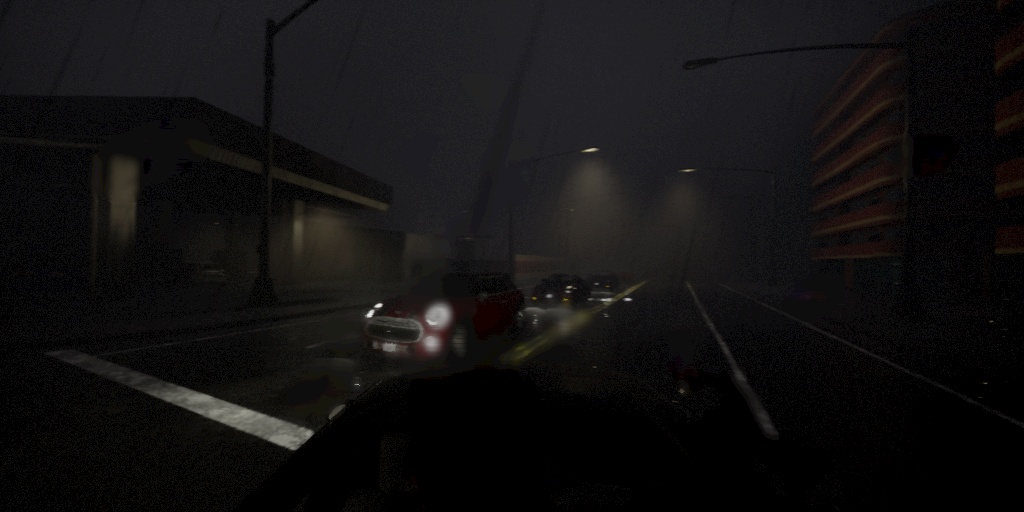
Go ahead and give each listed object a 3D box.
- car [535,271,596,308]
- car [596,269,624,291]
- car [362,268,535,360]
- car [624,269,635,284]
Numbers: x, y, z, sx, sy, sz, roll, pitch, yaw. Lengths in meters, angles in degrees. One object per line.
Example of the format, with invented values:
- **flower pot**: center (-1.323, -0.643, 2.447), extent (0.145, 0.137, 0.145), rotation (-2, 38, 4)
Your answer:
- **car**: center (2.422, 1.542, 16.907), extent (1.994, 1.385, 4.181), rotation (1, -1, 24)
- **car**: center (6.538, 1.730, 25.871), extent (1.994, 1.385, 4.181), rotation (1, -1, 25)
- **car**: center (-1.318, 1.158, 8.718), extent (2.097, 1.767, 4.553), rotation (1, -1, 25)
- **car**: center (10.822, 1.963, 35.201), extent (1.895, 1.301, 4.718), rotation (1, -1, 25)
